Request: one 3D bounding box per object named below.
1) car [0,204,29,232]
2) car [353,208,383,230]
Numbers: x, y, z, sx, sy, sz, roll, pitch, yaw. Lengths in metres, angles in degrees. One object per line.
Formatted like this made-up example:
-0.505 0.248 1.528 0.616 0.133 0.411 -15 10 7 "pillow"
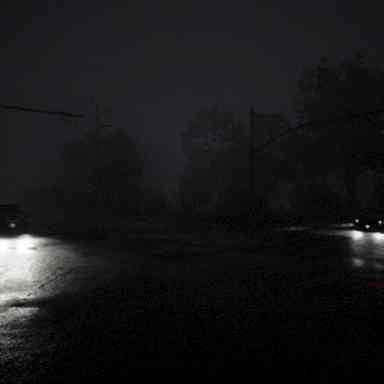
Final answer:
-10.943 1.495 19.555 2.128 1.511 4.902 0 0 -37 "car"
12.585 1.742 21.612 5.357 1.411 2.033 2 -1 -39 "car"
